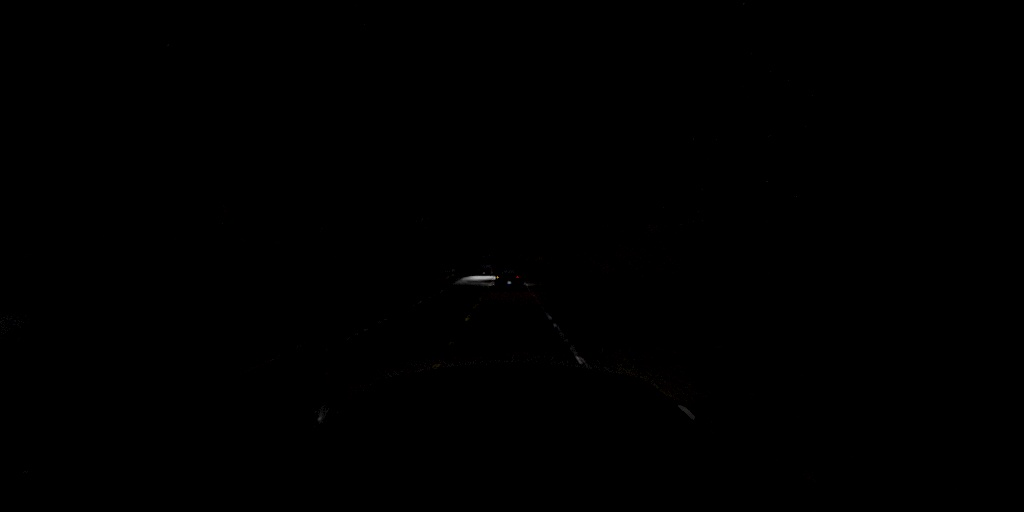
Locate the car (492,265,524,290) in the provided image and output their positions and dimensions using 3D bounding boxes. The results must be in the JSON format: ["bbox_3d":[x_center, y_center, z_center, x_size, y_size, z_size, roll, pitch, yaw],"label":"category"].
[{"bbox_3d":[-0.188,1.454,24.179,1.812,1.442,4.674,-1,-1,-1],"label":"car"}]

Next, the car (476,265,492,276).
[{"bbox_3d":[-3.309,1.700,43.938,1.895,1.301,4.718,-1,0,-1],"label":"car"}]

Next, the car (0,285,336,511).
[{"bbox_3d":[-2.823,1.131,1.771,2.097,1.767,4.553,-1,0,-1],"label":"car"}]
